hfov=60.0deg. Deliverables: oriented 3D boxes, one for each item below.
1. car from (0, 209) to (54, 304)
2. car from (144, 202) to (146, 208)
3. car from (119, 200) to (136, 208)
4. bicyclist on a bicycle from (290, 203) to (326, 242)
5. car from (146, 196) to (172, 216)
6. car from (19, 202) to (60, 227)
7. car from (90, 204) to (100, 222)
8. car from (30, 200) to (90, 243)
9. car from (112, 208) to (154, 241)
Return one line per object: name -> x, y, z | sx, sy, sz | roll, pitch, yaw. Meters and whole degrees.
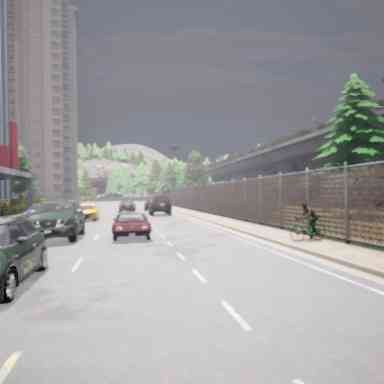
car -> -5.101, 1.490, 8.215 | 2.097, 1.767, 4.553 | -1, 0, -11
car -> -5.858, 1.883, 47.898 | 1.882, 1.535, 5.008 | -1, 0, -11
car -> -8.423, 1.780, 43.365 | 2.097, 1.767, 4.553 | -1, 0, -11
bicyclist on a bicycle -> 4.913, 1.281, 14.096 | 1.656, 1.620, 0.582 | -1, 0, -11
car -> -3.534, 1.509, 36.526 | 2.150, 2.045, 5.566 | -1, 0, -11
car -> -12.609, 1.763, 27.797 | 2.097, 1.767, 4.553 | -1, -1, -11
car -> -9.549, 1.843, 30.354 | 1.882, 1.535, 5.008 | -1, -1, -11
car -> -7.000, 1.457, 17.614 | 2.150, 2.045, 5.566 | -1, 0, -11
car -> -3.296, 1.766, 18.013 | 1.895, 1.301, 4.718 | -1, 0, -11
